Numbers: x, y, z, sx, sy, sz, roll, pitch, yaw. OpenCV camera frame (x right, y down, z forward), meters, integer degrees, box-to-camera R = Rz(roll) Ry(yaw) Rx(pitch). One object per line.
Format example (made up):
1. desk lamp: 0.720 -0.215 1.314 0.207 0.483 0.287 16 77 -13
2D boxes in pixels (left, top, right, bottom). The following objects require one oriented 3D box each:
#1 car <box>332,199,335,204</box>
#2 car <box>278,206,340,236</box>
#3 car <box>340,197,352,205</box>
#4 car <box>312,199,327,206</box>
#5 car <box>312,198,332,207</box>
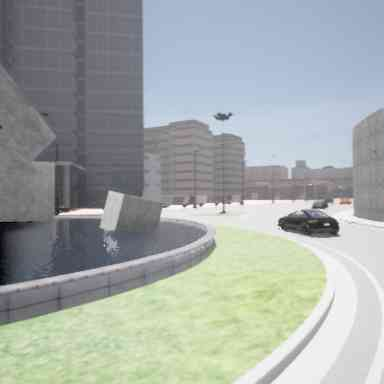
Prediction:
1. car: 31.610 2.124 76.770 1.837 1.490 4.892 -1 -1 33
2. car: 6.876 1.757 19.978 1.994 1.385 4.181 0 -1 -12
3. car: 34.987 1.995 75.552 2.097 1.767 4.553 -1 -1 33
4. car: 26.216 2.220 68.383 1.895 1.301 4.718 -1 -1 33
5. car: 20.229 2.043 52.319 1.994 1.385 4.181 -1 -1 32
